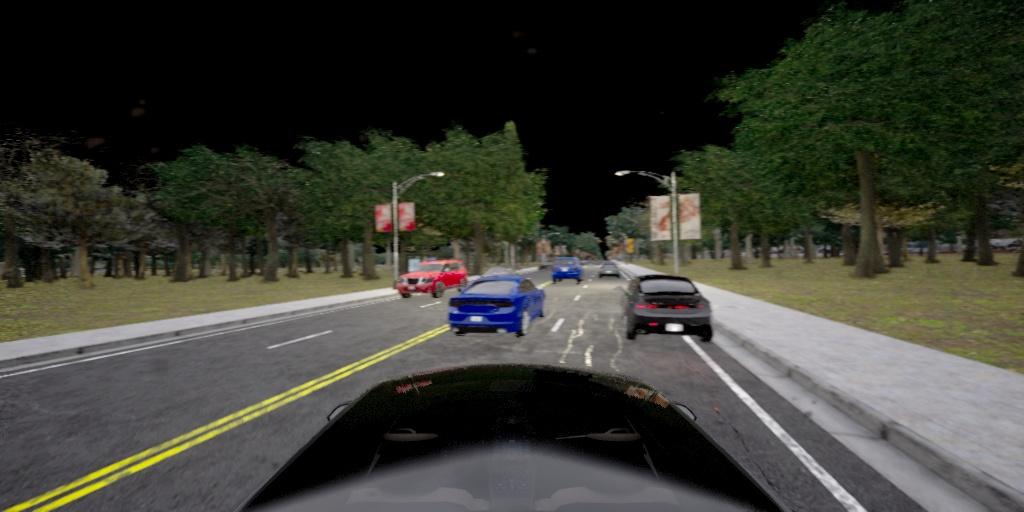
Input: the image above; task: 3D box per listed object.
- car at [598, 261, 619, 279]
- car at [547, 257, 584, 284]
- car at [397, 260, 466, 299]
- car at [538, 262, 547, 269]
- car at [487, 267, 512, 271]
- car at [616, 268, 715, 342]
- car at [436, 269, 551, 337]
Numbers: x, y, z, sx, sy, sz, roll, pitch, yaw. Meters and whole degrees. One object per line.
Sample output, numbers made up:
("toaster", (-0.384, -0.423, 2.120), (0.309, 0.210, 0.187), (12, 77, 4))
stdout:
("car", (9.487, 1.423, 35.007), (1.994, 1.385, 4.181), (-2, -1, 16))
("car", (4.552, 1.142, 28.888), (2.150, 2.045, 5.566), (-2, -1, 15))
("car", (-4.443, 1.291, 21.033), (2.150, 2.045, 5.566), (-2, -1, 15))
("car", (5.531, 1.766, 58.749), (2.033, 1.411, 5.357), (-2, -1, 15))
("car", (-0.792, 1.478, 22.105), (2.128, 1.511, 4.902), (-2, -1, 15))
("car", (3.941, 1.238, 9.710), (1.837, 1.490, 4.892), (-2, -1, 15))
("car", (-0.208, 1.329, 10.786), (1.882, 1.535, 5.008), (-2, -1, 15))
